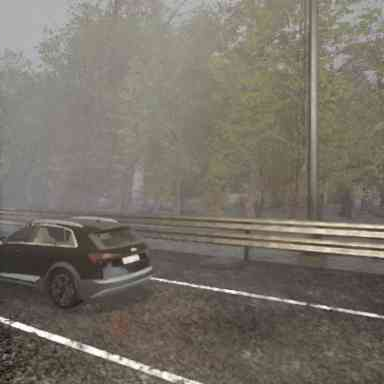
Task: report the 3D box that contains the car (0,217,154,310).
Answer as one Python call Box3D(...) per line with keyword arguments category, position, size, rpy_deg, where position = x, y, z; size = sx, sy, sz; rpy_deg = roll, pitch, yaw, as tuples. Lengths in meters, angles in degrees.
Box3D(category="car", position=(-3.144, 1.398, 7.752), size=(4.856, 1.649, 2.033), rpy_deg=(0, 0, 31))
